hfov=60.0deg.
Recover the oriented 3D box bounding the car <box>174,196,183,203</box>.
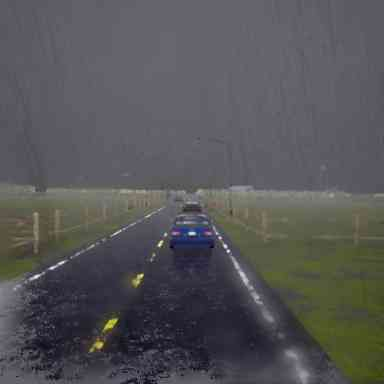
[{"bbox_3d":[-2.750,1.484,68.915,2.033,1.411,5.357,0,0,0],"label":"car"}]

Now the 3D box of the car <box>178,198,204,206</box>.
[{"bbox_3d":[0.000,1.524,29.650,1.837,1.490,4.892,0,0,0],"label":"car"}]

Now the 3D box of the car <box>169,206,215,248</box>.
[{"bbox_3d":[0.000,1.565,14.650,2.033,1.411,5.357,0,0,0],"label":"car"}]
